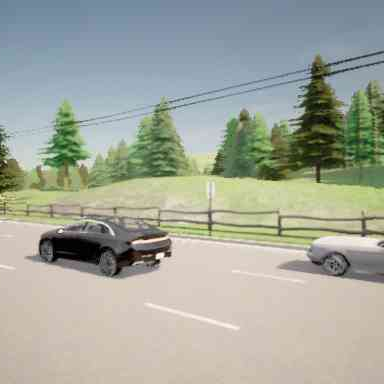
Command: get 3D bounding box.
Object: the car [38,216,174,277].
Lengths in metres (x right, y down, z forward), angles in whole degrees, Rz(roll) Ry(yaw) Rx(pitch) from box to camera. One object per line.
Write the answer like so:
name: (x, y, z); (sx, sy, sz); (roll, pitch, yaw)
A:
car: (-2.826, 1.493, 10.307); (4.902, 1.511, 2.128); (0, 0, 35)

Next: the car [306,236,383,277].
car: (5.539, 1.600, 8.634); (4.718, 1.301, 1.895); (0, 0, 36)
